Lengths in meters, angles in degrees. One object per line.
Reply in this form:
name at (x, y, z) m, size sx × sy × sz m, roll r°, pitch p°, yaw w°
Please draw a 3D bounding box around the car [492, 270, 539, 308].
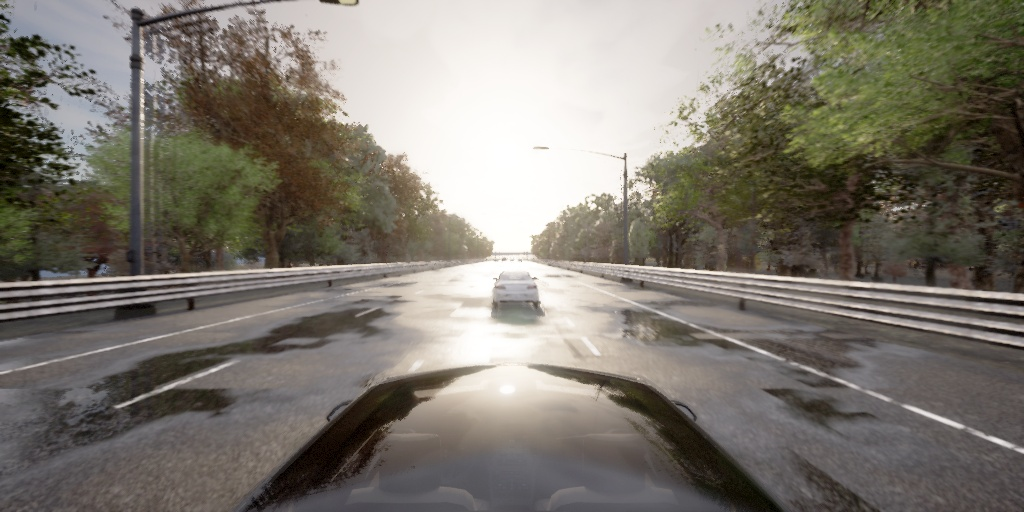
car at (0.139, 1.332, 15.436) m, size 1.812 × 1.442 × 4.674 m, roll 0°, pitch 0°, yaw -1°
